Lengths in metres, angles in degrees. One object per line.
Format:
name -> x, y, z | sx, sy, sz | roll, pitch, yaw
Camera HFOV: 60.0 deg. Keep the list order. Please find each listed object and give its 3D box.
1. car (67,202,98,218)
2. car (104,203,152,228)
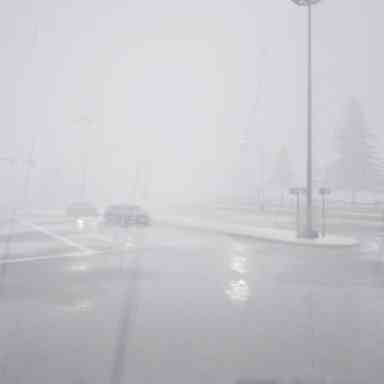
car -> -10.152, 1.586, 30.756 | 1.994, 1.385, 4.181 | 0, 0, -34
car -> -4.433, 1.526, 22.501 | 1.837, 1.490, 4.892 | 0, 0, -35
